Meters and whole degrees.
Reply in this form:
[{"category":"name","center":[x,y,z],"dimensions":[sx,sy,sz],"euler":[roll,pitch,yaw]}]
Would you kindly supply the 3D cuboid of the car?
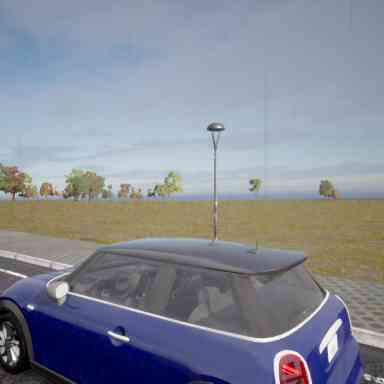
[{"category":"car","center":[-0.516,1.353,4.096],"dimensions":[4.553,1.767,2.097],"euler":[0,0,36]}]
